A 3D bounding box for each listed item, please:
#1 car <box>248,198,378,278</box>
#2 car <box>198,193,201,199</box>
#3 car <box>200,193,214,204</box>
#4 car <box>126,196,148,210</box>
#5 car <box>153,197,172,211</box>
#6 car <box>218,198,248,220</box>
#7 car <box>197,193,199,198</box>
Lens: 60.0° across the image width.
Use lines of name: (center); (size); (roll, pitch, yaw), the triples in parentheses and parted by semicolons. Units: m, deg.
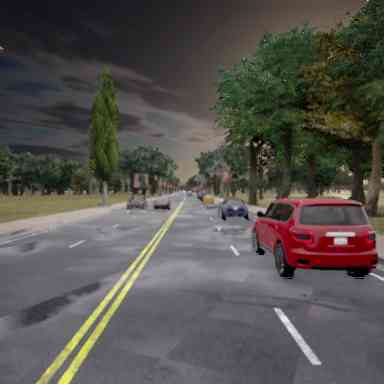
car: (3.339, 1.189, 10.159); (2.150, 2.045, 5.566); (0, 0, 0)
car: (2.947, 1.258, 72.166); (2.033, 1.649, 4.856); (0, 0, 0)
car: (3.027, 1.325, 61.162); (1.882, 1.535, 5.008); (0, 0, 0)
car: (-6.694, 1.236, 40.834); (2.097, 1.767, 4.553); (0, 0, 0)
car: (-3.439, 1.367, 38.922); (1.882, 1.535, 5.008); (0, 0, 0)
car: (3.297, 1.268, 27.346); (2.097, 1.767, 4.553); (0, 0, 0)
car: (2.854, 1.312, 83.172); (1.837, 1.490, 4.892); (0, 0, -1)
